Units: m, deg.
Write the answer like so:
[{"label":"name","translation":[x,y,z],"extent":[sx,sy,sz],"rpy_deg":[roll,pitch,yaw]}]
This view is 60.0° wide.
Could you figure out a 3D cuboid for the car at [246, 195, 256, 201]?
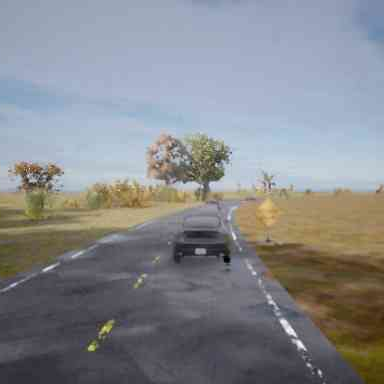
[{"label":"car","translation":[15.246,1.479,86.333],"extent":[2.097,1.767,4.553],"rpy_deg":[0,0,18]}]

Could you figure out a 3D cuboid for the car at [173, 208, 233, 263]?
[{"label":"car","translation":[0.419,1.528,12.118],"extent":[1.837,1.490,4.892],"rpy_deg":[0,-1,4]}]

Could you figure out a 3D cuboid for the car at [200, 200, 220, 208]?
[{"label":"car","translation":[1.365,1.597,25.196],"extent":[2.033,1.411,5.357],"rpy_deg":[0,0,6]}]

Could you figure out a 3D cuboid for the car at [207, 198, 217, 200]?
[{"label":"car","translation":[3.346,1.700,57.936],"extent":[1.895,1.301,4.718],"rpy_deg":[0,0,13]}]

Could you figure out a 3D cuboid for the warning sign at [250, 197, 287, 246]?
[{"label":"warning sign","translation":[3.074,1.145,13.442],"extent":[1.300,1.860,1.060],"rpy_deg":[0,0,3]}]
